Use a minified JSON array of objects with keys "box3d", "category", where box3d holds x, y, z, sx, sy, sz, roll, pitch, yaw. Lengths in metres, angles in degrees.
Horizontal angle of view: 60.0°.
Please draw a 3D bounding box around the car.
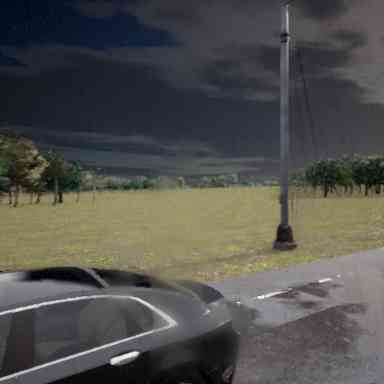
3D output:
[{"box3d":[-1.771,1.505,2.731,4.892,1.490,1.837,0,0,-35],"category":"car"}]
